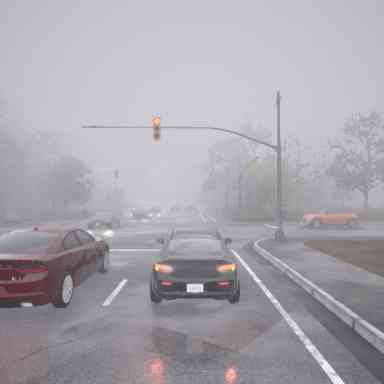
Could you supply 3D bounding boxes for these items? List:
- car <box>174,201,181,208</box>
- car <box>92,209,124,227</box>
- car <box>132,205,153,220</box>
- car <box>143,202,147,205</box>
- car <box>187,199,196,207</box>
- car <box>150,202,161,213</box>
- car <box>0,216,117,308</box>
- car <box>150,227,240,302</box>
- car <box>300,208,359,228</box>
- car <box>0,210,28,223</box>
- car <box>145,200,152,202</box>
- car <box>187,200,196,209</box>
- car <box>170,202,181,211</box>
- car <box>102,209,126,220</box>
[{"bbox_3d":[-3.774,3.228,86.907,1.812,1.442,4.674,0,0,-4],"label":"car"},{"bbox_3d":[-7.147,2.285,27.439,1.812,1.442,4.674,0,-3,0],"label":"car"},{"bbox_3d":[-7.183,3.030,46.967,1.882,1.535,5.008,0,-2,0],"label":"car"},{"bbox_3d":[-10.661,3.298,65.698,1.882,1.535,5.008,0,0,0],"label":"car"},{"bbox_3d":[-0.265,2.895,87.032,2.097,1.767,4.553,0,0,-4],"label":"car"},{"bbox_3d":[-7.168,3.298,65.470,1.882,1.535,5.008,0,0,1],"label":"car"},{"bbox_3d":[-3.433,1.556,8.141,1.882,1.535,5.008,0,-1,0],"label":"car"},{"bbox_3d":[0.064,1.606,8.286,1.812,1.442,4.674,0,-1,0],"label":"car"},{"bbox_3d":[11.753,2.164,28.687,4.553,1.767,2.097,0,-3,-2],"label":"car"},{"bbox_3d":[-19.292,2.560,33.412,5.357,1.411,2.033,0,-2,9],"label":"car"},{"bbox_3d":[-10.665,2.706,81.093,2.097,1.767,4.553,0,0,0],"label":"car"},{"bbox_3d":[-0.154,3.305,77.298,1.994,1.385,4.181,0,0,0],"label":"car"},{"bbox_3d":[-3.638,3.395,70.876,1.895,1.301,4.718,0,0,0],"label":"car"},{"bbox_3d":[-10.689,3.068,45.889,2.033,1.411,5.357,0,-2,0],"label":"car"}]
